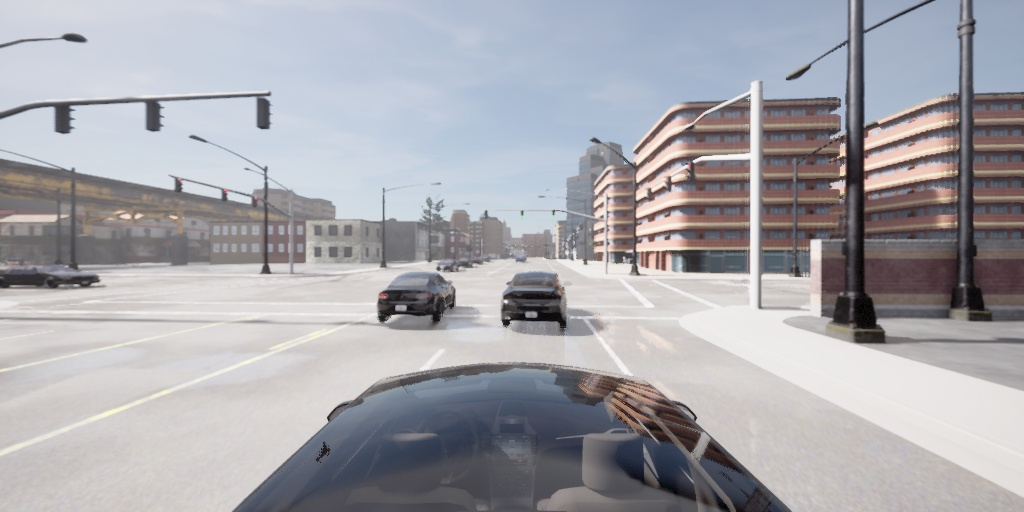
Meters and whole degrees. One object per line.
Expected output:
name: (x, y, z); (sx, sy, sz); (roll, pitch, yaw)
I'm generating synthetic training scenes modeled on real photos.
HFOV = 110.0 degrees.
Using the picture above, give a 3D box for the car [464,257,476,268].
car: (-6.766, 0.859, 50.947); (1.882, 1.535, 5.008); (0, 1, 4)

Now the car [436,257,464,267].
car: (-7.403, 1.021, 41.519); (2.128, 1.511, 4.902); (0, 1, 4)

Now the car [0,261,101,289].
car: (-27.938, 1.184, 21.371); (5.357, 1.411, 2.033); (0, 0, 3)

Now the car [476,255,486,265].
car: (-6.061, 0.795, 60.845); (1.895, 1.301, 4.718); (0, 1, 4)

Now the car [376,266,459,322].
car: (-3.058, 1.243, 12.055); (1.812, 1.442, 4.674); (0, 0, -1)

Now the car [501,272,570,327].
car: (0.832, 1.237, 11.541); (1.837, 1.490, 4.892); (0, 0, 8)
